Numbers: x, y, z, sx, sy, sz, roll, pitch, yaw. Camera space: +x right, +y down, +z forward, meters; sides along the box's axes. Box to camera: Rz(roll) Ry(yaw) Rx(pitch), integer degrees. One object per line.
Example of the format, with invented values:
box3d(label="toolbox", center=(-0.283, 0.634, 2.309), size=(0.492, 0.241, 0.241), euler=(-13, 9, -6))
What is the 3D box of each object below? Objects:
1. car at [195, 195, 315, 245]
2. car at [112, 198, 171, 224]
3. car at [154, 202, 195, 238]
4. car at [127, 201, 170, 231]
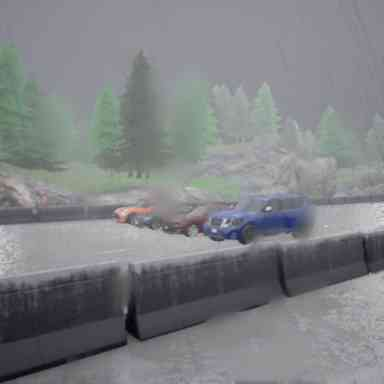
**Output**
box3d(label="car", center=(3.130, 1.163, 14.826), size=(5.566, 2.045, 2.150), euler=(0, 0, -36))
box3d(label="car", center=(-3.217, 1.295, 23.195), size=(4.553, 1.767, 2.097), euler=(0, 0, -35))
box3d(label="car", center=(0.796, 1.422, 17.459), size=(5.008, 1.535, 1.882), euler=(0, 0, -36))
box3d(label="car", center=(-1.267, 1.470, 20.288), size=(4.674, 1.442, 1.812), euler=(0, 0, -36))
